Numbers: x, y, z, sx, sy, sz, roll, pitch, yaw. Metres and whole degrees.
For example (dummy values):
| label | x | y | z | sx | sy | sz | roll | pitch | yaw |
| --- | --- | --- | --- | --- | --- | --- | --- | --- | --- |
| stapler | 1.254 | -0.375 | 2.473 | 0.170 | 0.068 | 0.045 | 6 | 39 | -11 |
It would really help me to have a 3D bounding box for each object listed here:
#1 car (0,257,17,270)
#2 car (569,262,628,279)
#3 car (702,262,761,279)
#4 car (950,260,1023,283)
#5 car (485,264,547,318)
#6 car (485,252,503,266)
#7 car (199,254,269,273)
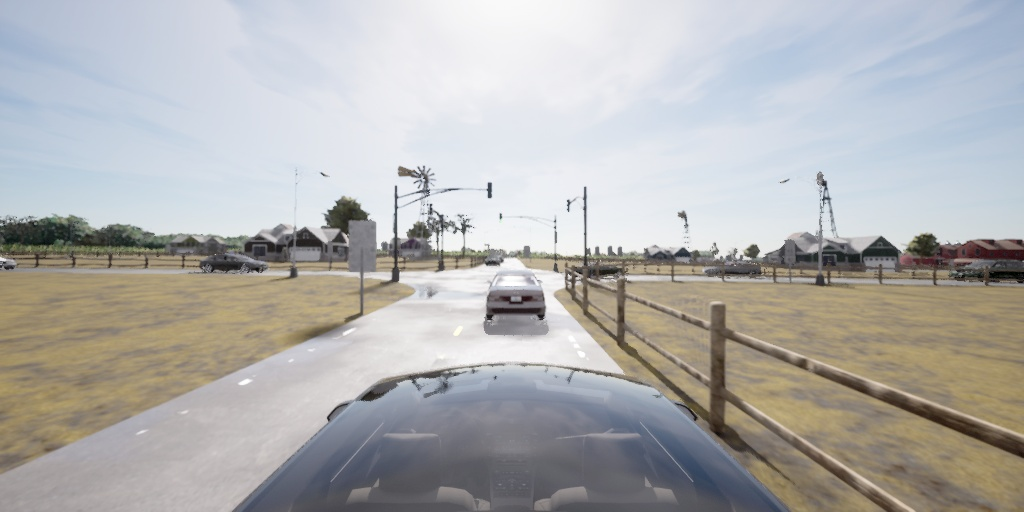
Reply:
| label | x | y | z | sx | sy | sz | roll | pitch | yaw |
| --- | --- | --- | --- | --- | --- | --- | --- | --- | --- |
| car | -43.403 | 0.430 | 29.119 | 4.674 | 1.442 | 1.812 | 0 | -1 | 0 |
| car | 6.761 | 1.091 | 28.016 | 4.718 | 1.301 | 1.895 | 1 | -1 | -30 |
| car | 19.934 | 1.239 | 32.680 | 4.902 | 1.511 | 2.128 | 1 | -1 | 0 |
| car | 43.564 | 1.375 | 32.614 | 5.566 | 2.045 | 2.150 | 1 | -1 | 1 |
| car | 0.092 | 1.174 | 12.228 | 2.033 | 1.411 | 5.357 | 0 | 1 | 0 |
| car | -2.811 | 0.588 | 52.713 | 2.097 | 1.767 | 4.553 | 0 | 0 | 0 |
| car | -22.440 | 0.626 | 29.063 | 4.892 | 1.490 | 1.837 | 1 | -1 | 0 |
